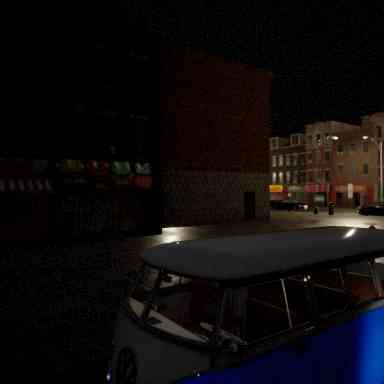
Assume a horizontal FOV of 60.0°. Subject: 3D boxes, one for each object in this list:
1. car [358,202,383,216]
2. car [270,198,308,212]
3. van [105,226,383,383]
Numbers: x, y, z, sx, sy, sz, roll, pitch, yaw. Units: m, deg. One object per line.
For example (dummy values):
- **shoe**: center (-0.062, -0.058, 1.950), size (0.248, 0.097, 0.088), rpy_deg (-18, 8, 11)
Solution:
- **car**: center (17.143, 1.571, 29.593), size (1.994, 1.385, 4.181), rpy_deg (0, 0, -35)
- **car**: center (10.993, 1.490, 38.229), size (2.128, 1.511, 4.902), rpy_deg (0, 0, -35)
- **van**: center (1.096, 1.341, 3.603), size (3.998, 1.788, 1.690), rpy_deg (0, 0, -36)
